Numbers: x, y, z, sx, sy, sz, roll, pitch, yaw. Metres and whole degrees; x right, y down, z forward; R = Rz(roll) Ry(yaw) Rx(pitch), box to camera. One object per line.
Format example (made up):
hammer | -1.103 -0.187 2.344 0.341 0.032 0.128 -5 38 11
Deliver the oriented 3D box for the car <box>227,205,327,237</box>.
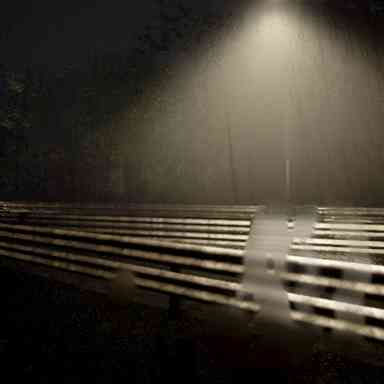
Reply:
car | 4.008 1.398 15.917 4.553 1.767 2.097 0 0 21
